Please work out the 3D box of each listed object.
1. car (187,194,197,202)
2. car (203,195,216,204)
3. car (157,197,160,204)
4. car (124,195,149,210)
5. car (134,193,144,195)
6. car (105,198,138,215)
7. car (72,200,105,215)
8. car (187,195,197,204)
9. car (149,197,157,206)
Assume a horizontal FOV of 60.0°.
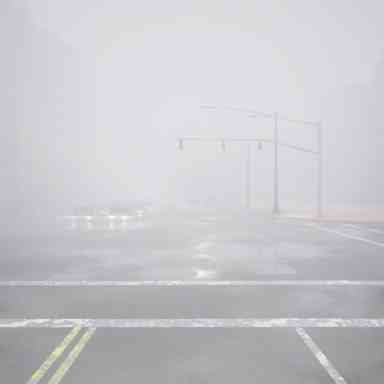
[{"bbox_3d":[-0.030,1.355,74.736,2.097,1.767,4.553,0,0,0],"label":"car"},{"bbox_3d":[3.473,1.505,63.282,1.837,1.490,4.892,0,0,0],"label":"car"},{"bbox_3d":[-7.085,1.563,62.040,1.994,1.385,4.181,0,0,1],"label":"car"},{"bbox_3d":[-7.106,1.526,42.720,1.812,1.442,4.674,0,0,0],"label":"car"},{"bbox_3d":[-10.562,1.222,65.368,2.150,2.045,5.566,0,0,0],"label":"car"},{"bbox_3d":[-7.107,1.564,33.975,1.994,1.385,4.181,0,0,0],"label":"car"},{"bbox_3d":[-10.608,1.526,34.006,1.812,1.442,4.674,0,0,0],"label":"car"},{"bbox_3d":[0.071,1.491,64.557,2.128,1.511,4.902,0,0,0],"label":"car"},{"bbox_3d":[-7.109,1.564,52.447,1.994,1.385,4.181,0,0,0],"label":"car"}]
